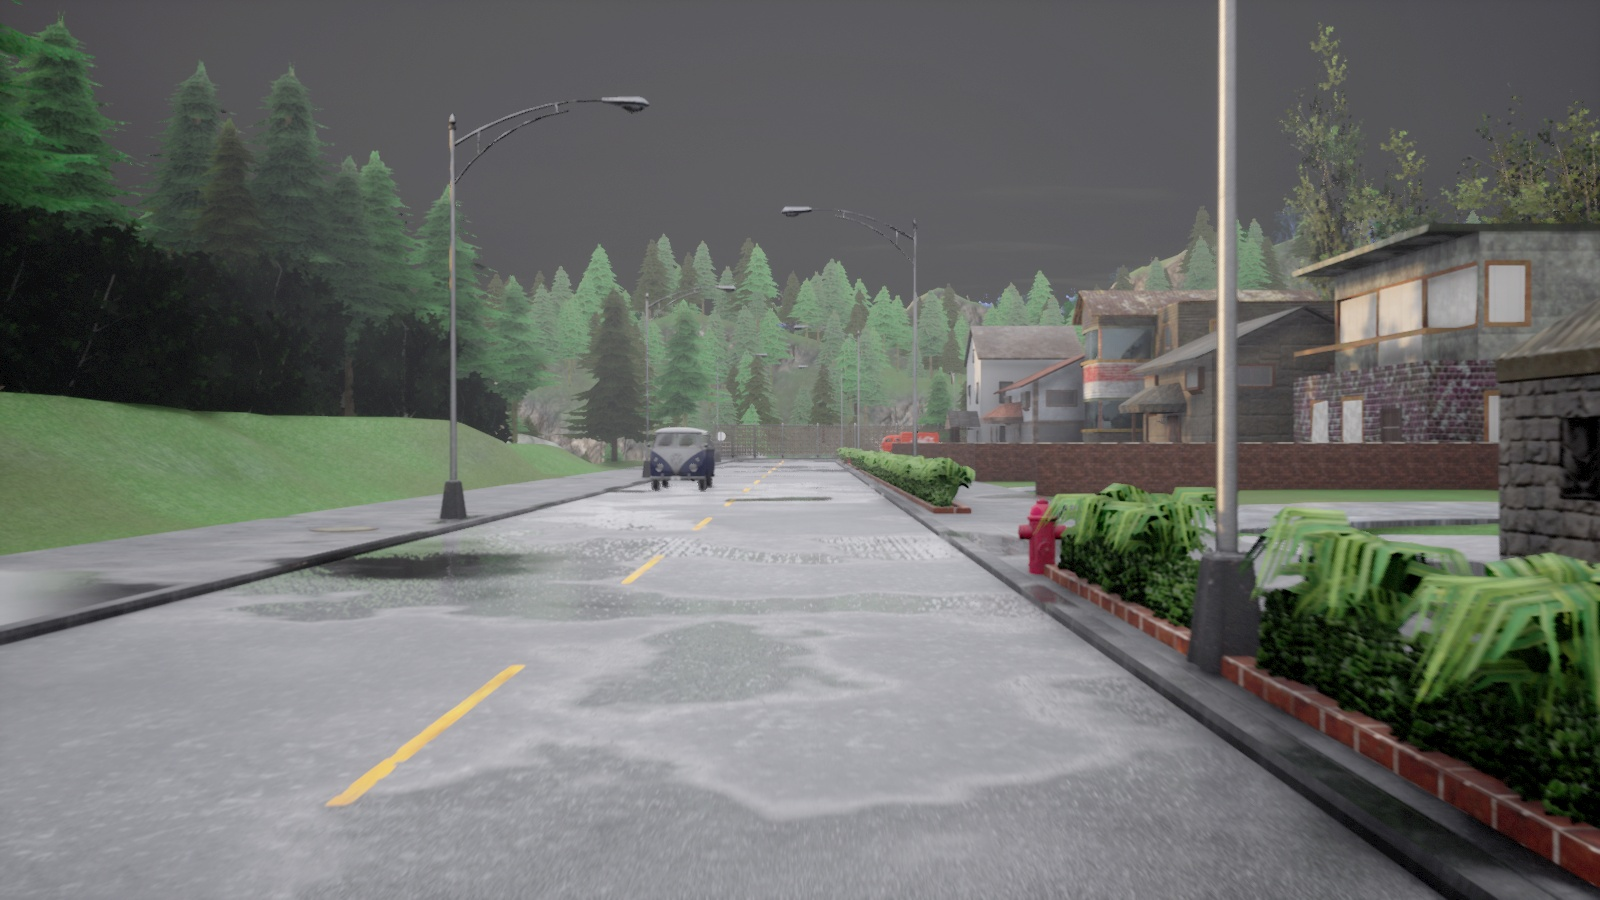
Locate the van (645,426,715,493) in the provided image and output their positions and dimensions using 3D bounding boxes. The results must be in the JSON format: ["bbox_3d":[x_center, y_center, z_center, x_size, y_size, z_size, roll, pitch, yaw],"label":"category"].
[{"bbox_3d":[-3.744,0.271,39.953,1.775,1.987,4.442,0,0,0],"label":"van"}]
